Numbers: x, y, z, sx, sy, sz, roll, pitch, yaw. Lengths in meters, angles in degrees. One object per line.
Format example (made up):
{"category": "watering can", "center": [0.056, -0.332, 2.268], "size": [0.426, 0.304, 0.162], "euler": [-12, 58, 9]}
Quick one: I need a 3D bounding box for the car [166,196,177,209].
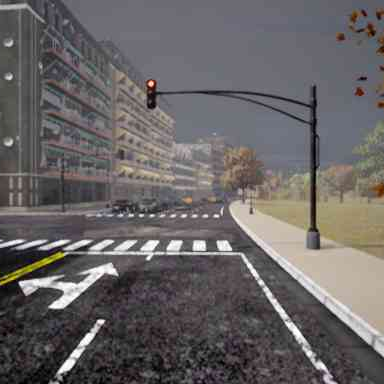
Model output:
{"category": "car", "center": [-3.860, 1.689, 47.510], "size": [1.895, 1.301, 4.718], "euler": [0, 0, 7]}

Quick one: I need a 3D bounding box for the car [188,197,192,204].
{"category": "car", "center": [-1.314, 1.645, 65.976], "size": [1.882, 1.535, 5.008], "euler": [0, 0, 9]}

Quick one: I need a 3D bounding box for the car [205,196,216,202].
{"category": "car", "center": [4.389, 1.675, 79.727], "size": [1.882, 1.535, 5.008], "euler": [0, 0, 12]}

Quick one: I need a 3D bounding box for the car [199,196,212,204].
{"category": "car", "center": [2.556, 1.703, 69.529], "size": [2.128, 1.511, 4.902], "euler": [0, 0, 10]}

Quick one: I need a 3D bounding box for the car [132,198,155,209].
{"category": "car", "center": [-7.012, 1.639, 48.486], "size": [2.033, 1.411, 5.357], "euler": [0, 0, 6]}

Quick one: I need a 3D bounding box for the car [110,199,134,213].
{"category": "car", "center": [-8.011, 1.560, 38.791], "size": [1.837, 1.490, 4.892], "euler": [0, 0, 5]}

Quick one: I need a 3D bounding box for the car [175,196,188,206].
{"category": "car", "center": [-2.631, 1.674, 57.083], "size": [2.033, 1.411, 5.357], "euler": [0, 0, 8]}

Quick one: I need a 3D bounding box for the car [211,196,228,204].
{"category": "car", "center": [5.769, 1.736, 69.037], "size": [2.033, 1.411, 5.357], "euler": [0, 0, 10]}

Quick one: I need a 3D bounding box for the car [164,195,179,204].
{"category": "car", "center": [-4.164, 1.532, 68.690], "size": [2.097, 1.767, 4.553], "euler": [0, 0, 9]}

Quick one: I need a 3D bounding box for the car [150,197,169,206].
{"category": "car", "center": [-5.698, 1.679, 58.558], "size": [2.033, 1.411, 5.357], "euler": [0, 0, 8]}

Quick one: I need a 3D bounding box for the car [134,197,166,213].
{"category": "car", "center": [-4.767, 1.407, 38.564], "size": [2.097, 1.767, 4.553], "euler": [0, 0, 5]}
